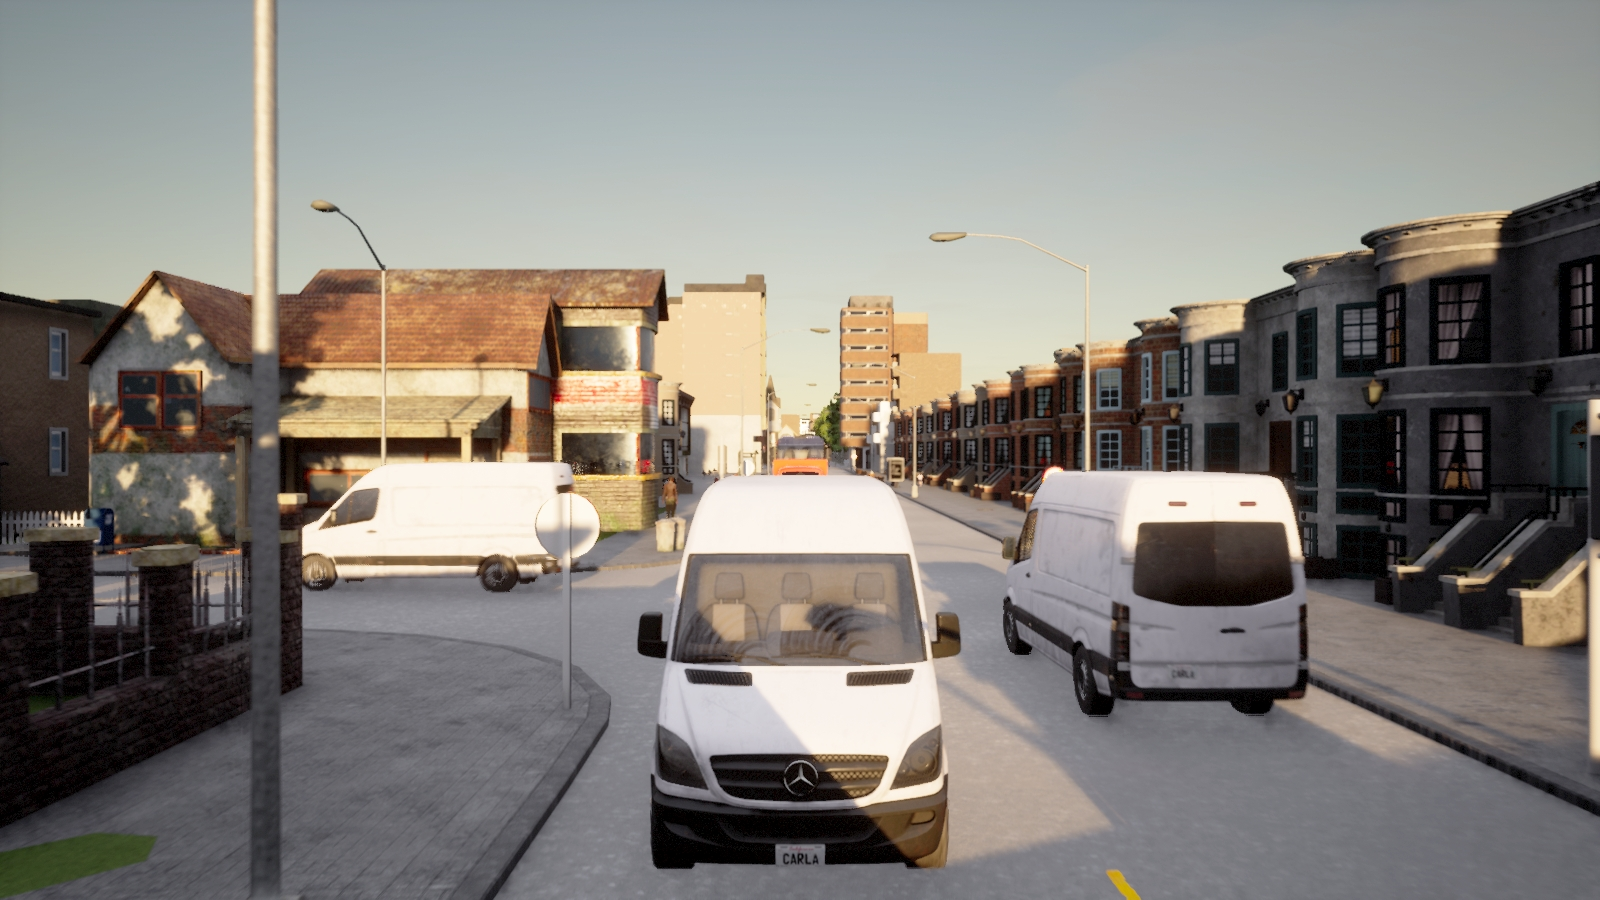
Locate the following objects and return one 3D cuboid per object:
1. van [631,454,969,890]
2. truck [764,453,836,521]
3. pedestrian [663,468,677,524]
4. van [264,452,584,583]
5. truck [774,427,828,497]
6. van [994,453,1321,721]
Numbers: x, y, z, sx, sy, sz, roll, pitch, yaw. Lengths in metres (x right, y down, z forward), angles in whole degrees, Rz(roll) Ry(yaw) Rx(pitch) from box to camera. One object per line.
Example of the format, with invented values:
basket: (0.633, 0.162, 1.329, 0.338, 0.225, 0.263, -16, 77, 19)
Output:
van: (0.001, 1.315, 9.689, 1.988, 2.561, 5.915, 0, 0, 0)
truck: (0.012, 1.349, 44.319, 2.627, 2.467, 5.204, 0, 0, 0)
pedestrian: (-4.360, 1.527, 38.338, 0.375, 1.860, 0.375, 0, 0, 9)
van: (-7.598, 1.315, 23.441, 5.915, 2.561, 1.988, 0, 0, 3)
truck: (0.034, 0.670, 66.299, 2.891, 3.827, 8.468, 0, 0, 0)
van: (3.933, 1.314, 13.914, 1.988, 2.561, 5.915, 0, 0, -2)
